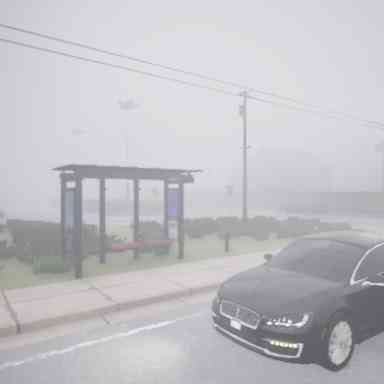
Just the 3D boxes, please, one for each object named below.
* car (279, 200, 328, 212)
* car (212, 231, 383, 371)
[{"bbox_3d":[10.639,1.479,32.117,2.128,1.511,4.902,0,0,-36],"label":"car"},{"bbox_3d":[2.564,1.503,5.769,4.892,1.490,1.837,0,0,-35],"label":"car"}]
